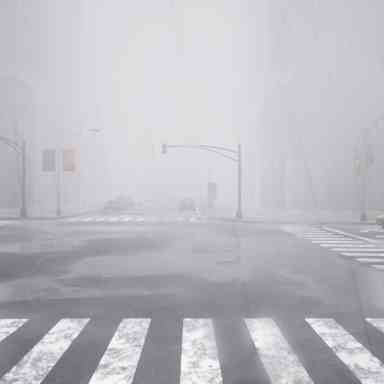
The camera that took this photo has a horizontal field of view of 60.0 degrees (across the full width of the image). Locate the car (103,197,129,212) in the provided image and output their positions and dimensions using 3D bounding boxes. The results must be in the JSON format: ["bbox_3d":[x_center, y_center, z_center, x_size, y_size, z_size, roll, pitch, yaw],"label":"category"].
[{"bbox_3d":[-9.083,1.574,39.009,1.947,1.339,4.313,0,0,0],"label":"car"}]

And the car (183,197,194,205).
[{"bbox_3d":[-0.671,1.603,60.750,1.887,1.381,4.507,0,0,0],"label":"car"}]

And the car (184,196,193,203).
[{"bbox_3d":[-0.728,1.613,71.770,1.752,1.417,4.829,0,0,0],"label":"car"}]

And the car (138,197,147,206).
[{"bbox_3d":[-9.167,1.570,55.117,1.752,1.417,4.829,0,0,0],"label":"car"}]

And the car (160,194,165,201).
[{"bbox_3d":[-9.365,1.696,93.268,1.887,1.381,4.507,0,0,0],"label":"car"}]

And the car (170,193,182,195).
[{"bbox_3d":[-3.507,1.559,75.629,1.837,1.490,4.892,0,0,0],"label":"car"}]

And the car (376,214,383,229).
[{"bbox_3d":[14.304,1.703,20.993,5.008,1.535,1.882,1,0,-1],"label":"car"}]

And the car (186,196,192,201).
[{"bbox_3d":[-0.841,1.696,93.300,1.887,1.381,4.507,0,0,0],"label":"car"}]

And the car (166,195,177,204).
[{"bbox_3d":[-3.456,1.672,65.662,1.895,1.301,4.718,0,0,0],"label":"car"}]

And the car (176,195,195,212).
[{"bbox_3d":[-0.559,1.448,39.051,1.967,1.590,4.097,0,0,0],"label":"car"}]

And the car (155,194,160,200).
[{"bbox_3d":[-9.281,1.417,76.992,2.192,1.841,5.009,0,0,0],"label":"car"}]

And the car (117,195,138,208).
[{"bbox_3d":[-9.112,1.335,44.436,2.192,1.841,5.009,0,0,0],"label":"car"}]

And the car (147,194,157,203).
[{"bbox_3d":[-9.252,1.669,71.565,1.802,1.307,4.206,0,0,0],"label":"car"}]

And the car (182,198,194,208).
[{"bbox_3d":[-0.615,1.615,49.900,1.802,1.307,4.206,0,0,0],"label":"car"}]
